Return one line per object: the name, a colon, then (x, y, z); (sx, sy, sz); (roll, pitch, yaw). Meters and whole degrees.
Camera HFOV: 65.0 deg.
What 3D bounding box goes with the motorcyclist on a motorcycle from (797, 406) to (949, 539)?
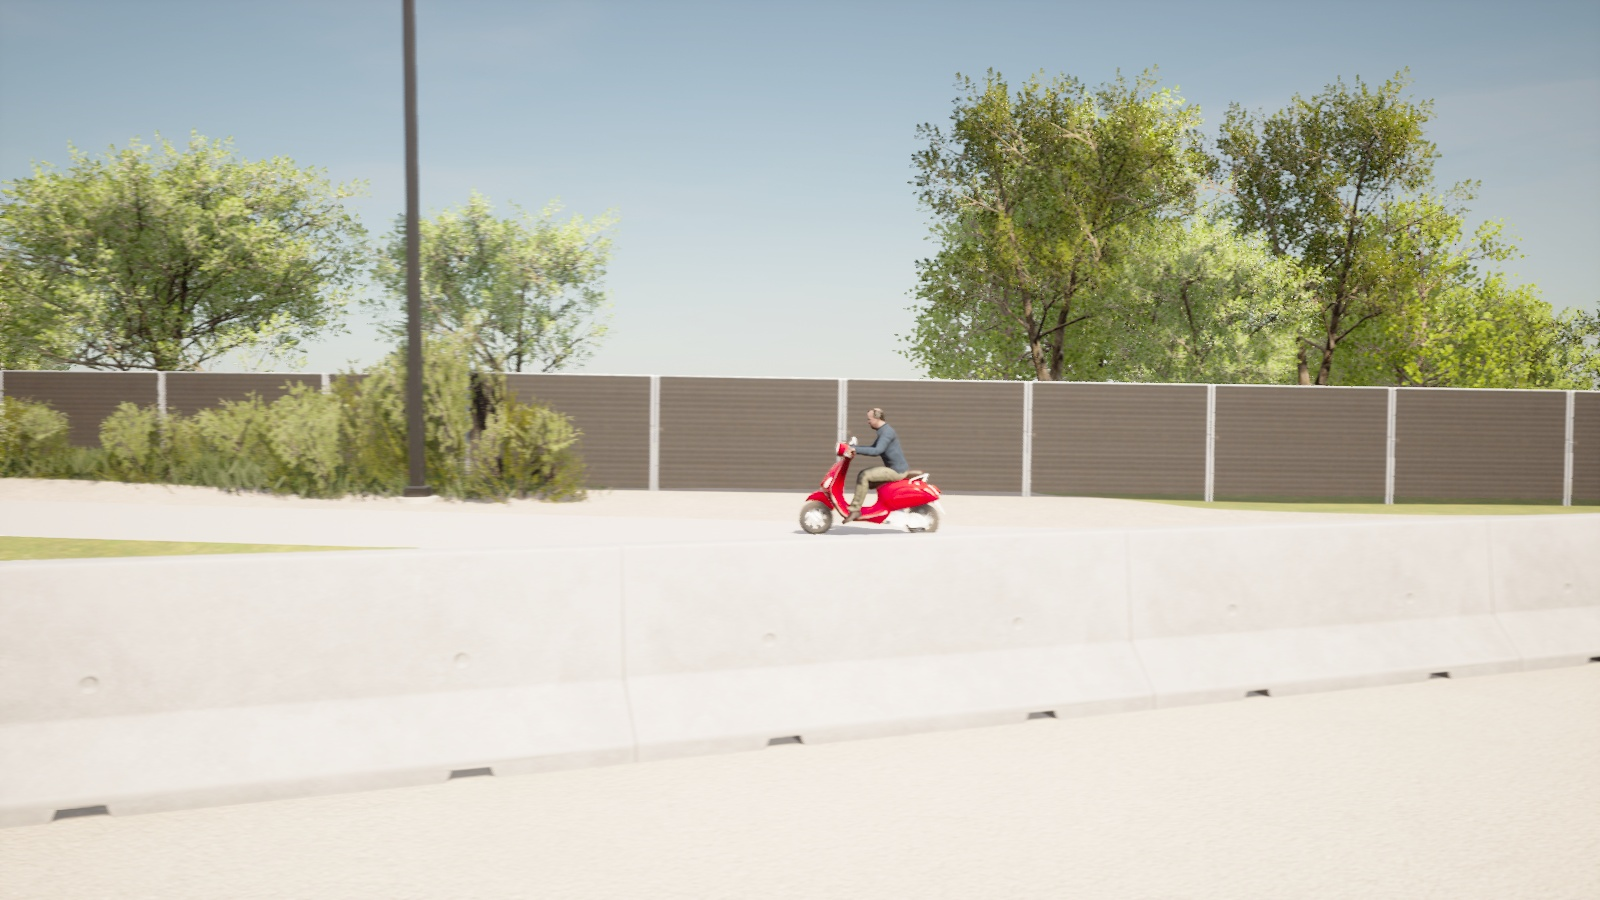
motorcyclist on a motorcycle: (0.887, 0.259, 15.489); (1.817, 1.590, 0.866); (0, 1, 2)
